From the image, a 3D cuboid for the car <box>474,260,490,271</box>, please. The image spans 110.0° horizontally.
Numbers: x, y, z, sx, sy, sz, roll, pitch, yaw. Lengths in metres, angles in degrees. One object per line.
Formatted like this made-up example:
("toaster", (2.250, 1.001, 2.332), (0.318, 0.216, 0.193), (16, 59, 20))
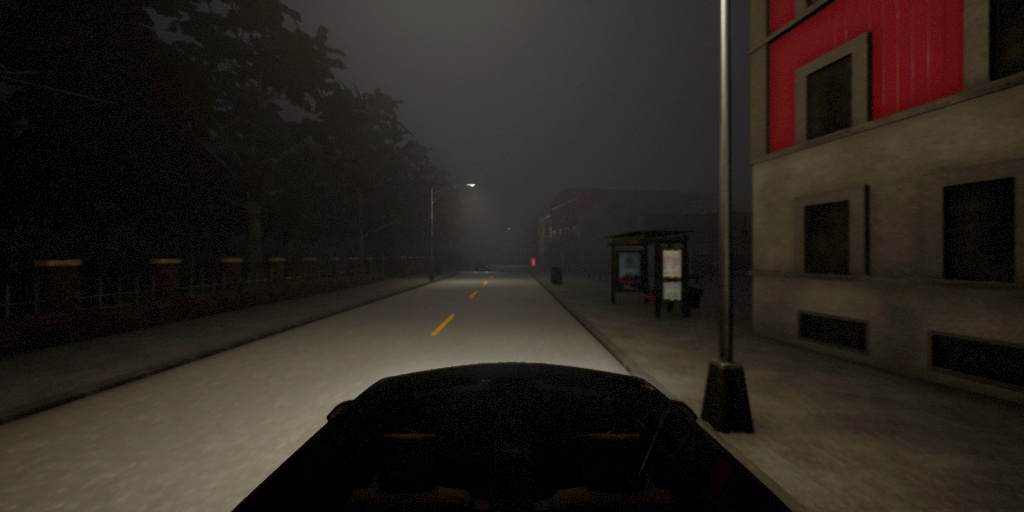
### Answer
("car", (-4.090, 1.279, 49.445), (1.882, 1.535, 5.008), (0, 0, 0))
